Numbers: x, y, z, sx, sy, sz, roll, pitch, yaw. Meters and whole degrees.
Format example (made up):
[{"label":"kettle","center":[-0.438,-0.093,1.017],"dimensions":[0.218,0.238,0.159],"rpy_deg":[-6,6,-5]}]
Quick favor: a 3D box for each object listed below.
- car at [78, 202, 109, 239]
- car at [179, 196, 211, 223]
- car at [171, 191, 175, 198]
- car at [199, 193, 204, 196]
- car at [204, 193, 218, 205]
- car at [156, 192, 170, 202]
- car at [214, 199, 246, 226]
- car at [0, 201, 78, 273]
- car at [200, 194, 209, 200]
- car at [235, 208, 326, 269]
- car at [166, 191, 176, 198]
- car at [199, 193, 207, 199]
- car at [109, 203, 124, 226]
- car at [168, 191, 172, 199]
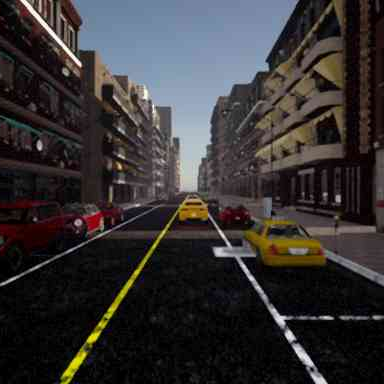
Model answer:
[{"label":"car","center":[-5.683,1.325,16.202],"dimensions":[1.967,1.590,4.097],"rpy_deg":[0,0,0]},{"label":"car","center":[0.108,1.311,23.572],"dimensions":[1.882,1.535,5.008],"rpy_deg":[0,0,0]},{"label":"car","center":[-5.661,0.987,78.201],"dimensions":[1.887,1.381,4.507],"rpy_deg":[0,0,0]},{"label":"car","center":[0.115,1.186,41.203],"dimensions":[1.882,1.535,5.008],"rpy_deg":[0,1,0]},{"label":"car","center":[2.708,1.236,44.377],"dimensions":[2.008,1.369,4.403],"rpy_deg":[0,0,0]},{"label":"car","center":[-5.667,1.115,61.292],"dimensions":[2.008,1.369,4.403],"rpy_deg":[0,0,0]},{"label":"car","center":[2.699,1.390,21.833],"dimensions":[1.887,1.381,4.507],"rpy_deg":[0,0,0]},{"label":"car","center":[-5.684,1.240,10.566],"dimensions":[2.192,1.841,5.009],"rpy_deg":[0,0,0]},{"label":"car","center":[2.717,1.049,72.558],"dimensions":[1.947,1.339,4.313],"rpy_deg":[0,0,0]},{"label":"car","center":[2.695,1.449,10.731],"dimensions":[1.752,1.417,4.829],"rpy_deg":[0,0,0]},{"label":"car","center":[-5.656,0.676,89.472],"dimensions":[2.192,1.841,5.009],"rpy_deg":[0,0,0]},{"label":"car","center":[2.721,0.983,83.830],"dimensions":[1.802,1.307,4.206],"rpy_deg":[0,0,0]},{"label":"car","center":[-5.681,1.390,21.840],"dimensions":[1.887,1.381,4.507],"rpy_deg":[0,0,0]},{"label":"car","center":[-5.666,1.074,66.929],"dimensions":[2.008,1.369,4.403],"rpy_deg":[0,0,0]}]
